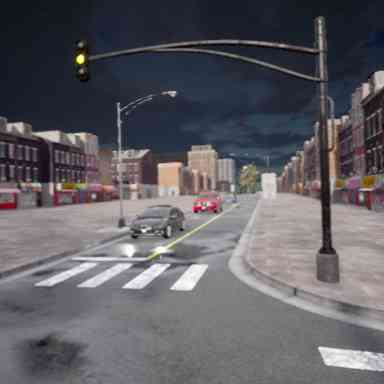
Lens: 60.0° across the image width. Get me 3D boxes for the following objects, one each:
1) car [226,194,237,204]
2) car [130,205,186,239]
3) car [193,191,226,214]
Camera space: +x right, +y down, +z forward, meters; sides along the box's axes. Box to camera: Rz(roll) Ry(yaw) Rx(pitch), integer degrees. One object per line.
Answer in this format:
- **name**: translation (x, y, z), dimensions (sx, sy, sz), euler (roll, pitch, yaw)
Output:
- **car**: translation (5.847, 1.074, 50.622), dimensions (1.812, 1.442, 4.674), euler (-2, 0, 13)
- **car**: translation (-1.643, 1.472, 17.314), dimensions (1.837, 1.490, 4.892), euler (-2, 0, 13)
- **car**: translation (1.625, 0.992, 32.089), dimensions (2.150, 2.045, 5.566), euler (-2, 0, 13)
